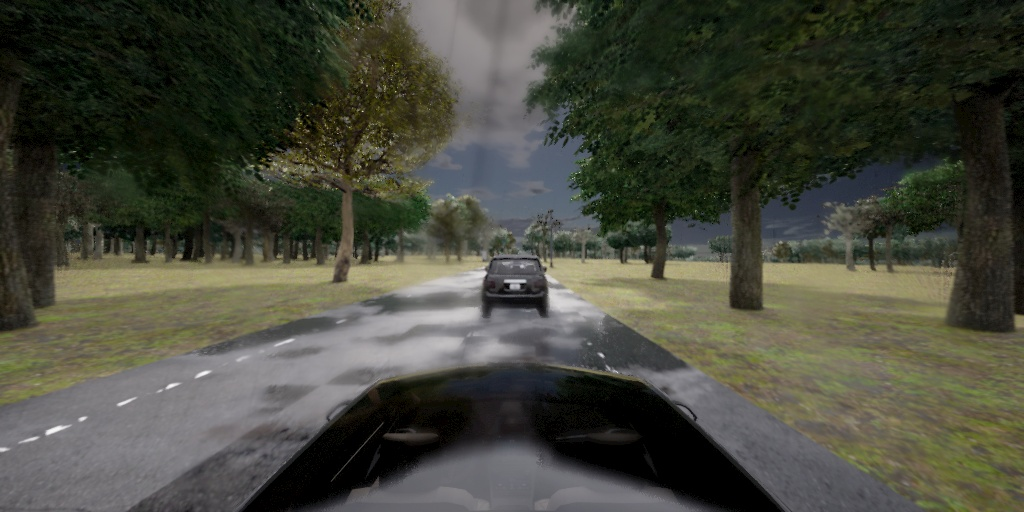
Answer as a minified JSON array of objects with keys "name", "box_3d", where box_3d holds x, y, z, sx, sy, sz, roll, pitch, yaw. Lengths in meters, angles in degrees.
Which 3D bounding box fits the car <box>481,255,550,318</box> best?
[{"name":"car","box_3d":[0.142,0.969,13.203,2.150,2.045,5.566,0,0,1]}]

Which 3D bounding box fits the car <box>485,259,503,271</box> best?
[{"name":"car","box_3d":[-2.560,1.250,51.838,2.128,1.511,4.902,0,0,2]}]
